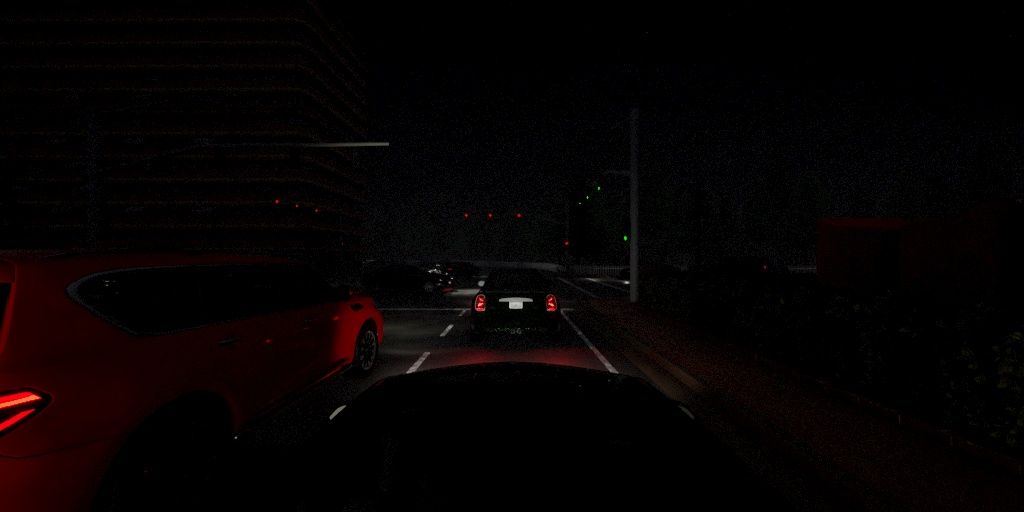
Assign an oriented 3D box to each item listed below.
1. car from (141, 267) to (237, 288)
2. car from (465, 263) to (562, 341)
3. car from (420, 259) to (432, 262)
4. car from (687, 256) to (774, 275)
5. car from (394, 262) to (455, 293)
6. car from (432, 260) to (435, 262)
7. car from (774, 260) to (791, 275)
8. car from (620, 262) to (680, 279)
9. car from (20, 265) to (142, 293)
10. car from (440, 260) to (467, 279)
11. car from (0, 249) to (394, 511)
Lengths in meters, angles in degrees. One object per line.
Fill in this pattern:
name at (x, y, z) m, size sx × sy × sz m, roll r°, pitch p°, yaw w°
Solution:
car at (-21.635, 1.406, 24.150) m, size 4.718 × 1.301 × 1.895 m, roll 0°, pitch 0°, yaw 0°
car at (0.096, 1.102, 9.993) m, size 2.097 × 1.767 × 4.553 m, roll 0°, pitch 0°, yaw 0°
car at (-13.211, 1.241, 56.609) m, size 2.128 × 1.511 × 4.902 m, roll 0°, pitch 0°, yaw -33°
car at (16.389, 1.027, 27.529) m, size 5.566 × 2.045 × 2.150 m, roll 0°, pitch 0°, yaw 0°
car at (-6.003, 1.302, 20.517) m, size 4.892 × 1.490 × 1.837 m, roll -1°, pitch 0°, yaw 0°
car at (-8.954, 1.297, 47.603) m, size 2.033 × 1.411 × 5.357 m, roll 0°, pitch 0°, yaw -18°
car at (21.234, 1.158, 30.986) m, size 4.553 × 1.767 × 2.097 m, roll 0°, pitch 0°, yaw 0°
car at (11.964, 1.283, 31.066) m, size 5.008 × 1.535 × 1.882 m, roll 0°, pitch 0°, yaw 0°
car at (-24.695, 1.310, 20.676) m, size 4.892 × 1.490 × 1.837 m, roll 0°, pitch 0°, yaw 0°
car at (-4.537, 1.283, 32.719) m, size 1.837 × 1.490 × 4.892 m, roll 2°, pitch 1°, yaw 25°
car at (-3.434, 0.971, 4.156) m, size 2.150 × 2.045 × 5.566 m, roll 0°, pitch 0°, yaw 1°
